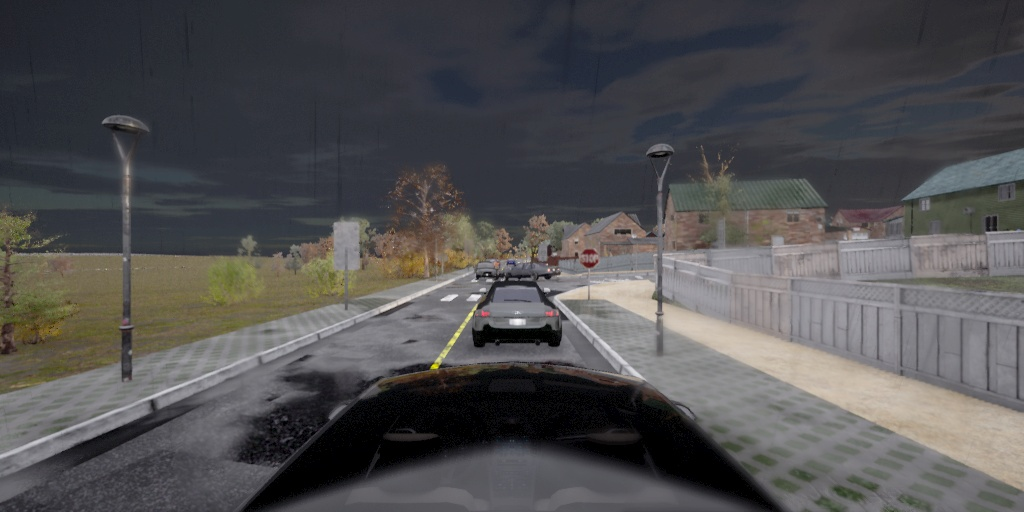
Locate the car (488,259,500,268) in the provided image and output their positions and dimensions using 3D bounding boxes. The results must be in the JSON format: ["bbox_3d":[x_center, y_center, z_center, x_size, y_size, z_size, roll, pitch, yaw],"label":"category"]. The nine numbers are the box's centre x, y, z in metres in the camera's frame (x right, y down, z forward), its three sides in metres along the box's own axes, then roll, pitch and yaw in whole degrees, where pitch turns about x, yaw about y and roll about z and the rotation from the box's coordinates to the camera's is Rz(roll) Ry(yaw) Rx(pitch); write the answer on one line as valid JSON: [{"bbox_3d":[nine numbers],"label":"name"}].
[{"bbox_3d":[-2.996,1.278,61.094,1.882,1.535,5.008,0,0,0],"label":"car"}]

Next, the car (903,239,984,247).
[{"bbox_3d":[23.837,-0.202,20.358,4.902,1.511,2.128,-3,0,14],"label":"car"}]

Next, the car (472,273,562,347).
[{"bbox_3d":[0.081,1.316,9.322,1.994,1.385,4.181,0,0,-1],"label":"car"}]

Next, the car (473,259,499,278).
[{"bbox_3d":[-2.332,1.269,31.242,1.837,1.490,4.892,0,0,-8],"label":"car"}]

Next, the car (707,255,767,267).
[{"bbox_3d":[14.329,0.421,22.753,4.181,1.385,1.994,-3,0,16],"label":"car"}]

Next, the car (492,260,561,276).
[{"bbox_3d":[1.263,1.208,28.340,5.357,1.411,2.033,-4,-3,43],"label":"car"}]
